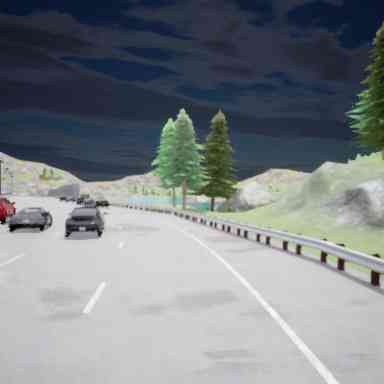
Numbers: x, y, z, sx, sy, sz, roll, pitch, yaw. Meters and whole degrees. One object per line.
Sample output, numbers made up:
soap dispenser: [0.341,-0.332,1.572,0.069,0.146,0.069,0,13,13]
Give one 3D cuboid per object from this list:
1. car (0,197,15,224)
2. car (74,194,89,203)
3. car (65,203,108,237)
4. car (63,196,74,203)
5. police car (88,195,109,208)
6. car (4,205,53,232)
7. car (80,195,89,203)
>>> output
car: [-15.095,1.360,25.536,2.150,2.045,5.566,0,0,-19]
car: [-21.195,1.489,65.277,2.150,2.045,5.566,0,0,-26]
car: [-5.919,1.580,18.796,1.837,1.490,4.892,0,0,-12]
car: [-28.575,1.724,78.385,1.812,1.442,4.674,0,0,-26]
police car: [-14.108,1.620,51.021,1.930,1.638,5.238,0,0,-26]
car: [-10.179,1.667,21.264,1.994,1.385,4.181,0,0,-16]
car: [-18.509,1.765,59.876,1.812,1.442,4.674,0,0,-26]
